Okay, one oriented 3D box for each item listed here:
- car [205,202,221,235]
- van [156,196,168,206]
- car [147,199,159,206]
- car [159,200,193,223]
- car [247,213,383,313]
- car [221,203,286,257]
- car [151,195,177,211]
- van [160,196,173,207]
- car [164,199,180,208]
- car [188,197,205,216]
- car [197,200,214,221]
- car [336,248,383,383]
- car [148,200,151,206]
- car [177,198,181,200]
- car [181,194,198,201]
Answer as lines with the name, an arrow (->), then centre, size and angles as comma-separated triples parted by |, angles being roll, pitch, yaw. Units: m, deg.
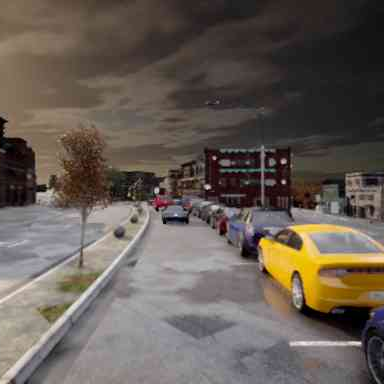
car -> 2.253, 1.522, 18.962 | 2.163, 1.488, 4.792 | 0, 0, -4
van -> -6.194, 1.929, 68.157 | 1.878, 1.987, 4.442 | 0, -2, -14
car -> -9.228, 2.498, 78.668 | 2.097, 1.535, 5.008 | 0, -2, -17
car -> -1.331, 1.584, 25.505 | 1.994, 1.385, 4.181 | 0, 0, -6
car -> 2.878, 1.483, 7.727 | 2.097, 1.535, 5.008 | 0, 0, -1
car -> 2.637, 1.362, 13.246 | 2.185, 1.767, 4.553 | 0, 0, -2
car -> -3.706, 1.349, 42.946 | 2.150, 2.045, 5.566 | 0, -1, -10
van -> -4.814, 1.770, 62.795 | 1.878, 1.987, 4.442 | 0, -1, -13
car -> -3.539, 1.895, 57.263 | 2.002, 1.452, 4.674 | 0, -1, -12
car -> 1.196, 1.504, 29.851 | 2.231, 1.521, 4.892 | 0, 0, -6
car -> 1.778, 1.537, 24.461 | 2.002, 1.452, 4.674 | 0, 0, -5
car -> 3.000, 1.519, 2.180 | 2.002, 1.452, 4.674 | 0, 0, 0
car -> -7.646, 2.357, 73.409 | 2.163, 1.488, 4.792 | 0, -2, -15
car -> -2.375, 1.780, 51.846 | 2.002, 1.452, 4.674 | 0, -1, -11
car -> 0.464, 1.404, 35.440 | 2.185, 1.767, 4.553 | 0, 0, -8
